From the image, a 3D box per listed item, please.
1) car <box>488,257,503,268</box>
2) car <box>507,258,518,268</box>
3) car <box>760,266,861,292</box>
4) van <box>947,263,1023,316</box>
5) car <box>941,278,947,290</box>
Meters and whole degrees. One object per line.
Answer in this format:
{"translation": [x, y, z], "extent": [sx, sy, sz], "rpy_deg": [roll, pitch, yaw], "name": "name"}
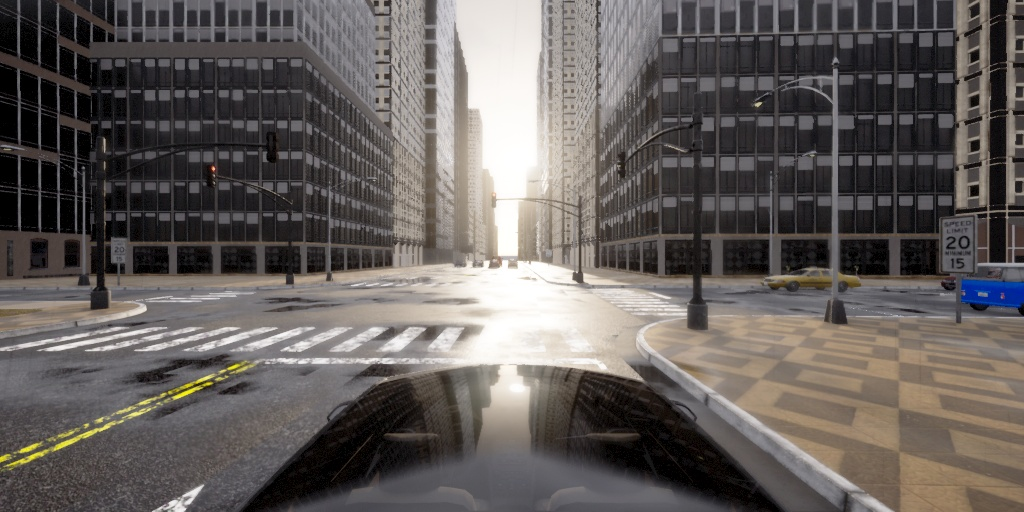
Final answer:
{"translation": [-3.105, 1.386, 63.331], "extent": [1.812, 1.442, 4.674], "rpy_deg": [0, 0, 0], "name": "car"}
{"translation": [0.146, 1.407, 63.323], "extent": [2.033, 1.411, 5.357], "rpy_deg": [0, 0, 0], "name": "car"}
{"translation": [17.131, 1.293, 20.699], "extent": [4.829, 1.417, 1.751], "rpy_deg": [0, 0, 2], "name": "car"}
{"translation": [18.382, 1.119, 12.524], "extent": [3.998, 1.789, 1.690], "rpy_deg": [0, 0, 2], "name": "van"}
{"translation": [26.964, 1.357, 20.190], "extent": [4.207, 1.307, 1.802], "rpy_deg": [0, 0, 2], "name": "car"}
